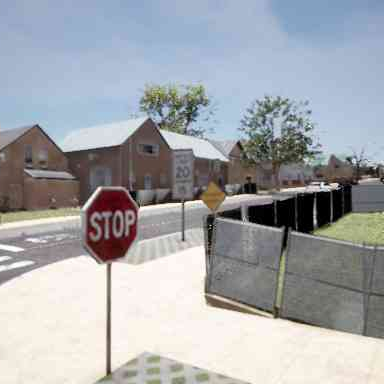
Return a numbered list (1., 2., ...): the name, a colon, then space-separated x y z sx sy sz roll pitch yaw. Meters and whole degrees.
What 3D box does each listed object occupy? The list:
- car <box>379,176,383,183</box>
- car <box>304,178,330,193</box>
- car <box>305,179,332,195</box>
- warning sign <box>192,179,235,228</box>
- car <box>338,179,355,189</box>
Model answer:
1. car: 43.633 -2.900 75.185 1.882 1.535 5.008 0 3 36
2. car: 16.636 -0.932 44.223 2.097 1.767 4.553 0 3 36
3. car: 13.413 -0.311 35.064 1.812 1.442 4.674 0 3 36
4. warning sign: 0.889 0.486 13.567 1.300 1.860 1.060 -4 -3 36
5. car: 21.923 -1.084 46.832 1.882 1.535 5.008 0 3 36
